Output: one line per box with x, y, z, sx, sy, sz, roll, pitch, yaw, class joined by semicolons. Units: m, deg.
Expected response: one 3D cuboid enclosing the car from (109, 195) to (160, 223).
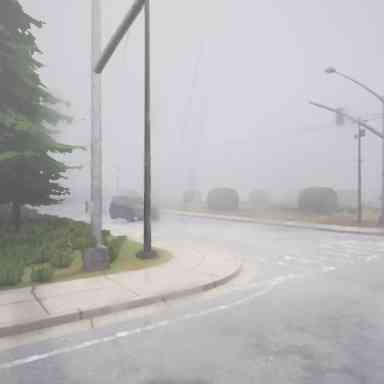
-4.610;1.345;25.962;2.150;2.045;5.566;0;2;-35;car
